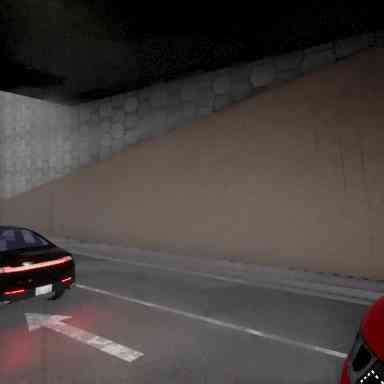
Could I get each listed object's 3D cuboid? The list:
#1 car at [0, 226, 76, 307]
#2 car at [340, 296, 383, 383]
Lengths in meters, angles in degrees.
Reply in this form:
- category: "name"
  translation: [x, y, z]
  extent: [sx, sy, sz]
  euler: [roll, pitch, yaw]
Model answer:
- category: "car"
  translation: [-4.550, 1.492, 7.215]
  extent: [4.902, 1.511, 2.128]
  euler: [0, 0, 36]
- category: "car"
  translation: [3.627, 1.221, 1.357]
  extent: [5.566, 2.045, 2.150]
  euler: [0, 0, 35]
